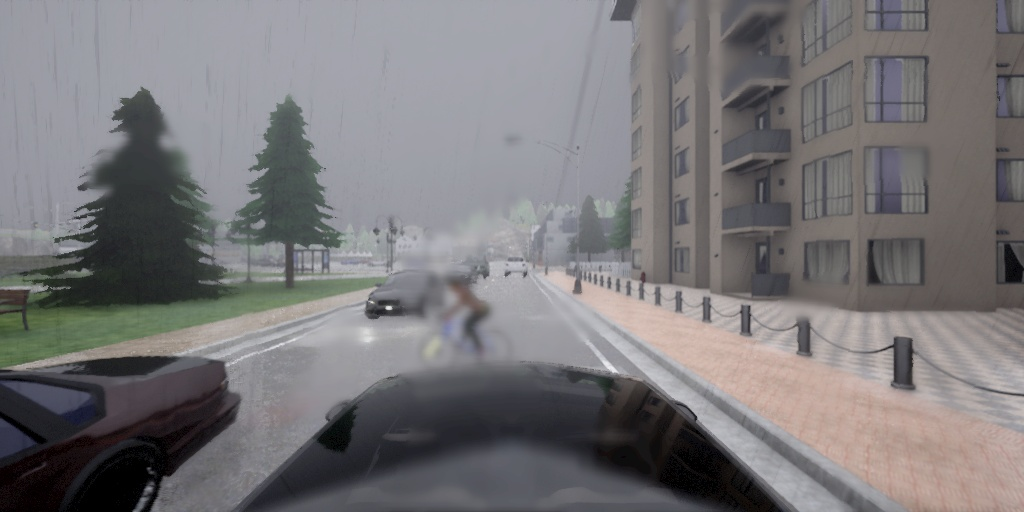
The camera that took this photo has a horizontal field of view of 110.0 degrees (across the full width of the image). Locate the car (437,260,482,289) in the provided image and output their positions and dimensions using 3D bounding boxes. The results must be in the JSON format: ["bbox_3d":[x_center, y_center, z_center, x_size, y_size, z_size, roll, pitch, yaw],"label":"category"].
[{"bbox_3d":[-3.397,1.264,24.005,1.882,1.535,5.008,0,0,0],"label":"car"}]

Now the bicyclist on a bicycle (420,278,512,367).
[{"bbox_3d":[-0.829,1.209,6.343,1.656,1.620,0.582,-2,0,0],"label":"bicyclist on a bicycle"}]

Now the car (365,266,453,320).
[{"bbox_3d":[-3.549,1.274,12.824,1.837,1.490,4.892,0,0,0],"label":"car"}]

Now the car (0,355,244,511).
[{"bbox_3d":[-3.612,1.296,1.161,2.033,1.411,5.357,0,0,0],"label":"car"}]

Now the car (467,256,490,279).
[{"bbox_3d":[-3.355,1.025,34.232,2.150,2.045,5.566,0,0,1],"label":"car"}]

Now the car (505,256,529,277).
[{"bbox_3d":[0.514,1.028,37.214,2.150,2.045,5.566,0,0,4],"label":"car"}]
